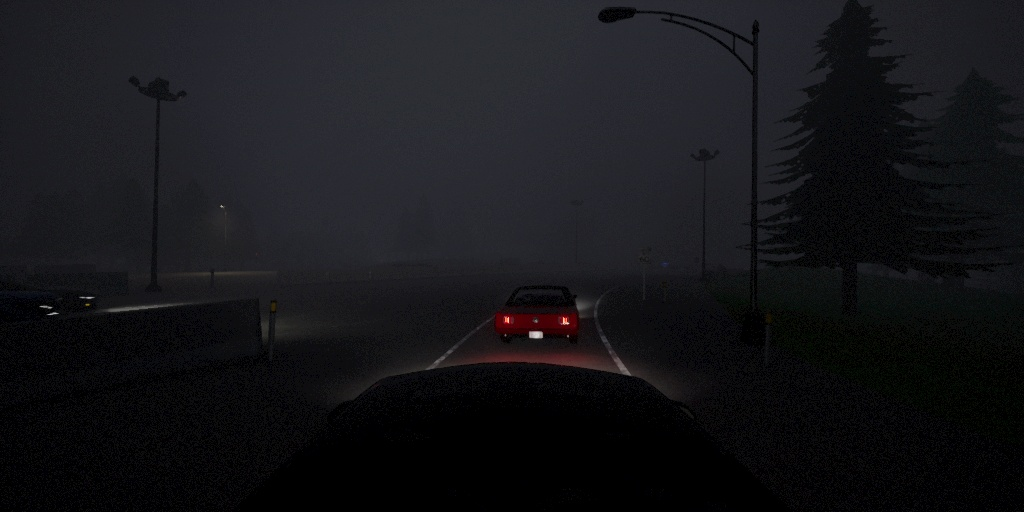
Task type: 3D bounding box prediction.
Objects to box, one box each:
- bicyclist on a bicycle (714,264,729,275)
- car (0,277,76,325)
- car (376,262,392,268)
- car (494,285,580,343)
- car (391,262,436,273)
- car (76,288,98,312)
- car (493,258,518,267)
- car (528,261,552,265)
[{"bbox_3d":[28.400,1.851,48.786,1.656,1.620,0.582,4,1,38],"label":"bicyclist on a bicycle"},{"bbox_3d":[-11.429,1.067,5.729,2.150,2.045,5.566,0,0,39],"label":"car"},{"bbox_3d":[-15.216,1.431,46.554,1.895,1.301,4.718,0,0,38],"label":"car"},{"bbox_3d":[0.868,1.464,9.980,1.895,1.301,4.718,-1,-1,9],"label":"car"},{"bbox_3d":[-10.854,1.453,40.757,1.895,1.301,4.718,0,0,38],"label":"car"},{"bbox_3d":[-16.285,1.338,10.864,1.837,1.490,4.892,0,0,39],"label":"car"},{"bbox_3d":[-0.945,1.341,64.920,2.150,2.045,5.566,0,-1,38],"label":"car"},{"bbox_3d":[4.145,1.637,60.100,2.128,1.511,4.902,0,-1,38],"label":"car"}]
